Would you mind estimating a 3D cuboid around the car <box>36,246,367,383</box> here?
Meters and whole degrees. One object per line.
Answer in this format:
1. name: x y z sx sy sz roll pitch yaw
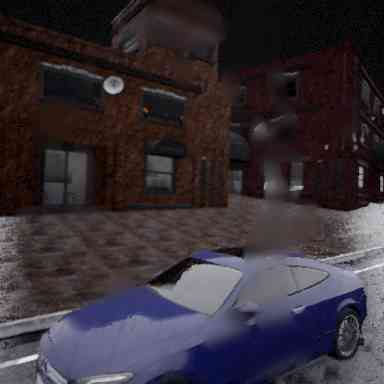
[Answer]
1. car: 0.516 1.521 4.390 4.674 1.442 1.812 0 0 -36
